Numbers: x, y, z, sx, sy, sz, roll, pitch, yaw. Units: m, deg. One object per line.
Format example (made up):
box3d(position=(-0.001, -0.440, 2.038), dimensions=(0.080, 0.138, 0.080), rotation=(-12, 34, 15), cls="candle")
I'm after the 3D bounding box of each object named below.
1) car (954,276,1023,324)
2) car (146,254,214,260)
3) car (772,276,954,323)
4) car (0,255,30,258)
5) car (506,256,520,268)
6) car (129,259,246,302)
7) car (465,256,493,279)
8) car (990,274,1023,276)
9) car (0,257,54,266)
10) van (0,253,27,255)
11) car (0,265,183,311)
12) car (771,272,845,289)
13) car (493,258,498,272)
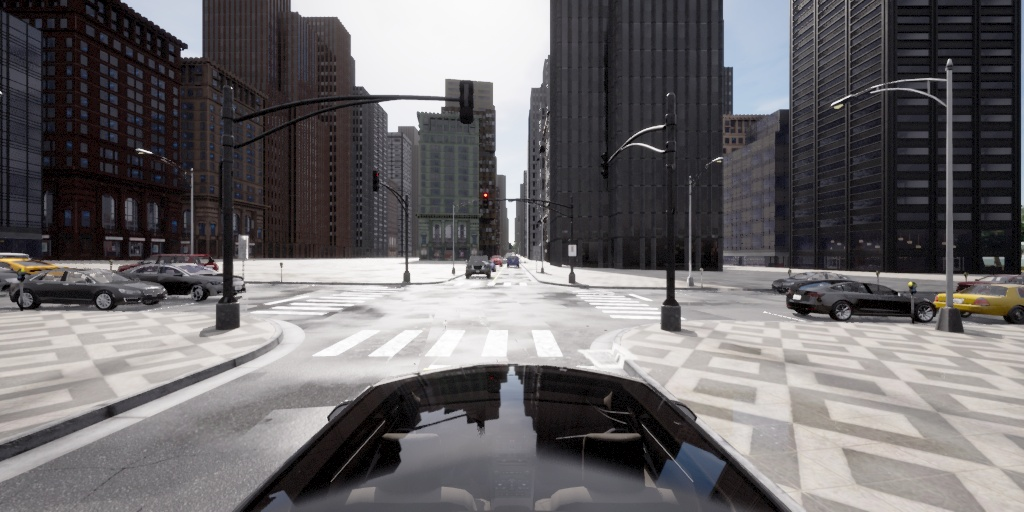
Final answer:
box3d(position=(17.956, 1.571, 12.644), dimensions=(4.829, 1.417, 1.751), rotation=(0, 0, 0), cls="car")
box3d(position=(-20.198, 0.799, 21.138), dimensions=(5.009, 1.841, 2.192), rotation=(0, 0, 0), cls="car")
box3d(position=(12.143, 1.524, 12.654), dimensions=(4.313, 1.339, 1.948), rotation=(0, 0, 0), cls="car")
box3d(position=(-26.146, 0.884, 18.571), dimensions=(5.008, 1.535, 1.882), rotation=(0, 0, 0), cls="car")
box3d(position=(0.190, 0.973, 62.667), dimensions=(2.150, 2.045, 5.566), rotation=(0, 0, 0), cls="car")
box3d(position=(-14.136, 1.065, 15.348), dimensions=(4.902, 1.511, 2.128), rotation=(1, 0, 1), cls="car")
box3d(position=(-3.091, 0.971, 33.391), dimensions=(2.150, 2.045, 5.566), rotation=(0, 0, -3), cls="car")
box3d(position=(29.095, 1.765, 21.150), dimensions=(4.507, 1.381, 1.888), rotation=(0, 0, 0), cls="car")
box3d(position=(-23.551, 0.935, 15.377), dimensions=(4.902, 1.511, 2.128), rotation=(1, 0, 0), cls="car")
box3d(position=(-31.116, 0.680, 21.157), dimensions=(3.998, 1.789, 1.690), rotation=(0, 0, 0), cls="van")
box3d(position=(-14.764, 1.116, 12.604), dimensions=(4.403, 1.370, 2.007), rotation=(0, 0, 0), cls="car")
box3d(position=(17.809, 1.591, 21.169), dimensions=(4.403, 1.370, 2.007), rotation=(0, 0, 0), cls="car")
box3d(position=(-3.030, 1.276, 45.056), dimensions=(1.812, 1.442, 4.674), rotation=(0, 1, 0), cls="car")
